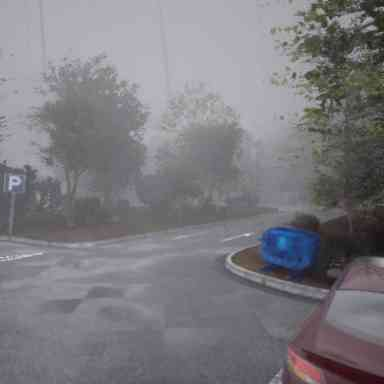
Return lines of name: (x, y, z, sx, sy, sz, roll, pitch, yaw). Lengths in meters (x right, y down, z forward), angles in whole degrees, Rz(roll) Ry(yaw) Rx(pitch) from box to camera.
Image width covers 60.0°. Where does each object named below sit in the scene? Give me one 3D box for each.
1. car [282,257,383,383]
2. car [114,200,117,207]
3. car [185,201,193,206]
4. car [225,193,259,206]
car: (2.540, 1.523, 3.972, 2.002, 1.452, 4.674, 0, 0, 35)
car: (-13.922, 2.097, 58.827, 5.008, 1.535, 1.882, -1, -3, -28)
car: (-2.145, 1.718, 60.962, 4.553, 1.767, 2.097, -2, -1, 27)
car: (8.073, 1.267, 54.147, 5.566, 2.045, 2.150, -2, -1, 35)
